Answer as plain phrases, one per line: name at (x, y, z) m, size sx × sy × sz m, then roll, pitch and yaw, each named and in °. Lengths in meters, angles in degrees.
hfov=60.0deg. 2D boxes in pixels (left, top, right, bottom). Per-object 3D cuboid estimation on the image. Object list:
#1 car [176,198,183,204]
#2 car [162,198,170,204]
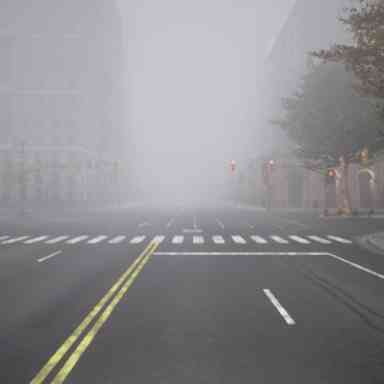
car at (-3.288, 2.319, 88.334) m, size 1.882 × 1.535 × 5.008 m, roll 0°, pitch -1°, yaw 1°
car at (-6.787, 2.341, 88.370) m, size 1.837 × 1.490 × 4.892 m, roll 0°, pitch -1°, yaw 1°
